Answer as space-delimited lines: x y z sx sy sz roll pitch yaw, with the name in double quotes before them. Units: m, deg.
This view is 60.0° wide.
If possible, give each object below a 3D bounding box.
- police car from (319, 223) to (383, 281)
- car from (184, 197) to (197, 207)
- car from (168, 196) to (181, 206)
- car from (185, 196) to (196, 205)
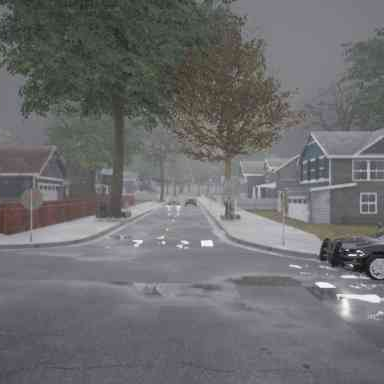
"police car" 6.528 1.612 9.782 5.238 1.638 1.930 1 -1 0
"car" -0.223 1.509 51.847 1.837 1.490 4.892 0 0 0
"car" -2.993 1.509 56.425 1.837 1.490 4.892 0 0 0
"car" -0.268 1.551 62.269 2.033 1.411 5.357 0 0 0
